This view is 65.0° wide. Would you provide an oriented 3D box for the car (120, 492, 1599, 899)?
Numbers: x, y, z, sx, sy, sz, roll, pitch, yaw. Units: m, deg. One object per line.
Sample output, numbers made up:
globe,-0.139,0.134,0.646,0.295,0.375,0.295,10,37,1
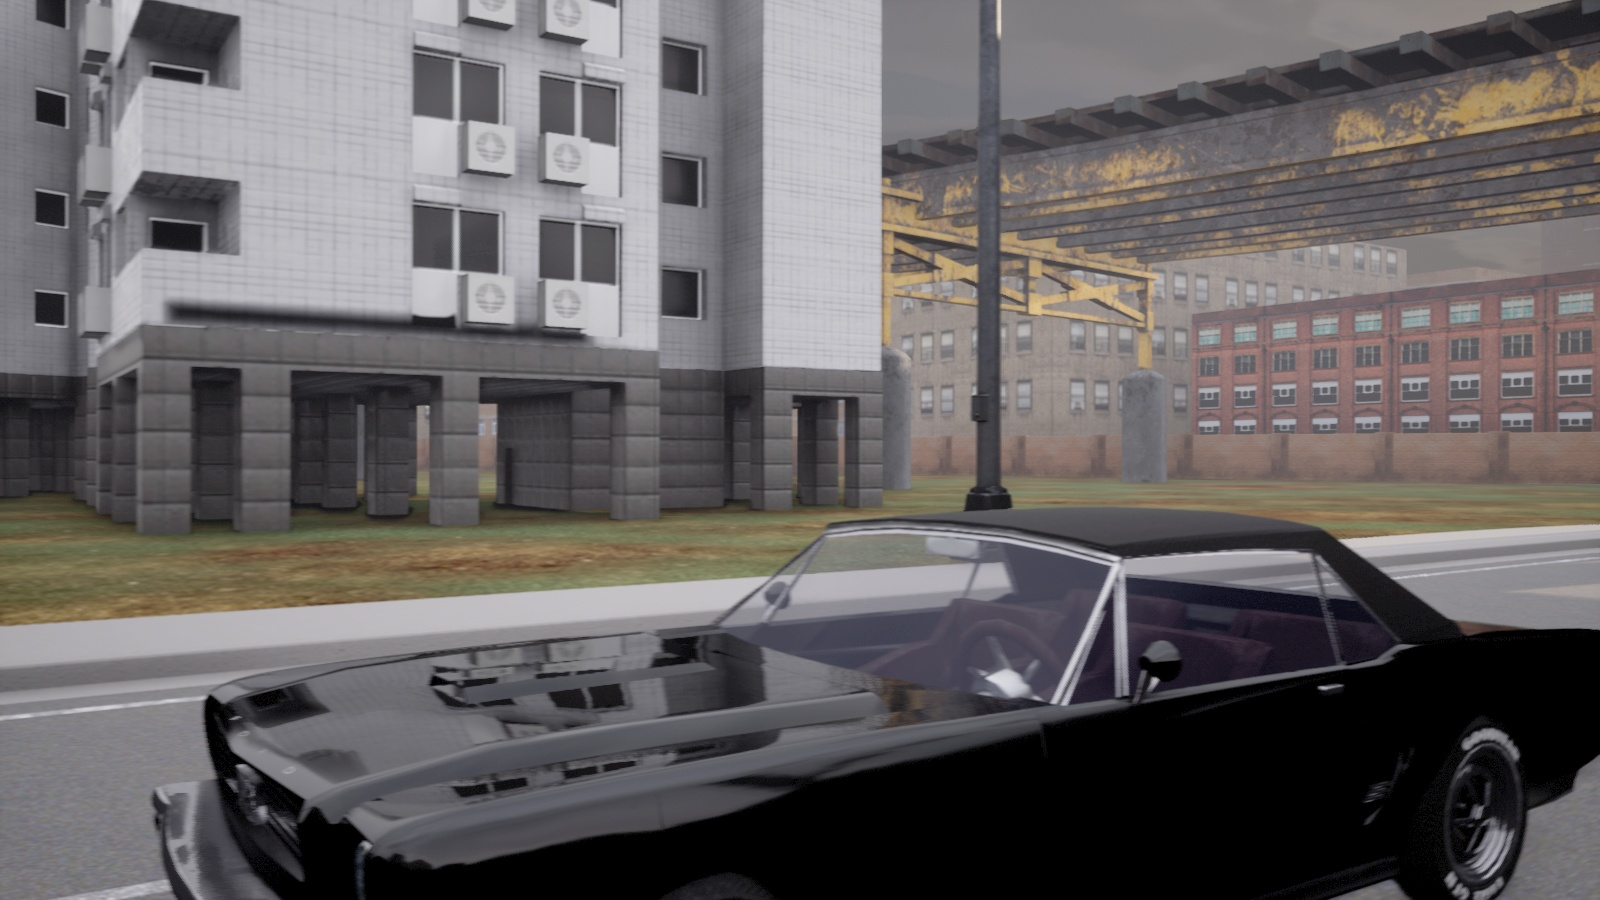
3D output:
car,0.586,0.854,4.044,4.718,1.301,1.895,0,0,-34
